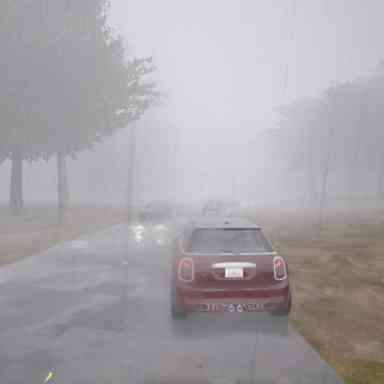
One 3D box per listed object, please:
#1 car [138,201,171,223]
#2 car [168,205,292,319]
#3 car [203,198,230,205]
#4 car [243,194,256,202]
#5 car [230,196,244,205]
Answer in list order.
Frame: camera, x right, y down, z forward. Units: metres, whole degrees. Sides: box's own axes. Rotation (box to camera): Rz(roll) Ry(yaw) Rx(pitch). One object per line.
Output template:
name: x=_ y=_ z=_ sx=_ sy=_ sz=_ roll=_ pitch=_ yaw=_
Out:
car: x=-2.752 y=1.476 z=25.896 sx=1.882 sy=1.535 sz=5.008 roll=0 pitch=0 yaw=8
car: x=0.565 y=1.351 z=7.599 sx=2.097 sy=1.767 sz=4.553 roll=0 pitch=0 yaw=-3
car: x=2.394 y=1.539 z=35.852 sx=2.033 sy=1.411 sz=5.357 roll=0 pitch=0 yaw=14
car: x=10.820 y=1.073 z=64.235 sx=2.128 sy=1.511 sz=4.902 roll=0 pitch=1 yaw=29
car: x=5.381 y=1.528 z=45.731 sx=1.895 sy=1.301 sz=4.718 roll=0 pitch=1 yaw=22
